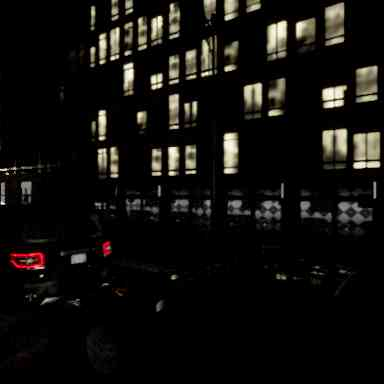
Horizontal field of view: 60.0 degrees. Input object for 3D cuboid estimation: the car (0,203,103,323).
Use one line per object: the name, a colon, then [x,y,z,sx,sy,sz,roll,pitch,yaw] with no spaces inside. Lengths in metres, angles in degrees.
car: [-4.143,1.259,7.374,5.566,2.045,2.150,0,0,36]

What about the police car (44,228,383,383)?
police car: [0.648,1.453,3.896,5.238,1.638,1.930,0,0,36]

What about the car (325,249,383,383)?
car: [3.921,1.618,3.733,4.206,1.307,1.802,0,0,36]
